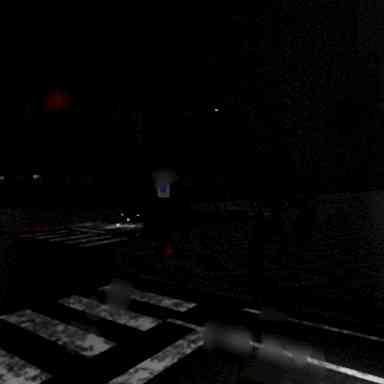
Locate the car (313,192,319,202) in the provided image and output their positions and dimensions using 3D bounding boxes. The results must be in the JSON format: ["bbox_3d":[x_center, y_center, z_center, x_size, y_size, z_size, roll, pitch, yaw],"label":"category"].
[{"bbox_3d":[17.813,0.632,50.522,1.994,1.385,4.181,0,1,36],"label":"car"}]

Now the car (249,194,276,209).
[{"bbox_3d":[8.000,1.000,36.954,1.837,1.490,4.892,0,1,36],"label":"car"}]

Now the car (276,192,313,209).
[{"bbox_3d":[11.124,0.975,35.837,1.882,1.535,5.008,0,1,36],"label":"car"}]

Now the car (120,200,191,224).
[{"bbox_3d":[-2.279,1.280,22.520,2.033,1.411,5.357,0,1,38],"label":"car"}]
